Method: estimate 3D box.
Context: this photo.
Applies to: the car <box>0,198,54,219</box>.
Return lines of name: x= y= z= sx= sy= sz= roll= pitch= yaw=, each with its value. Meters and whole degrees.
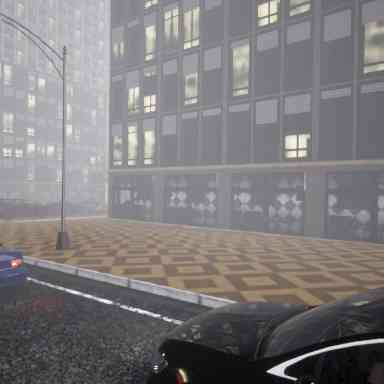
car: x=-16.049 y=1.518 z=30.957 sx=2.192 sy=1.841 sz=5.009 roll=1 pitch=0 yaw=37

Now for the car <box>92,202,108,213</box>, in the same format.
car: x=-9.234 y=1.828 z=40.156 sx=1.752 sy=1.417 sz=4.829 roll=1 pitch=0 yaw=37

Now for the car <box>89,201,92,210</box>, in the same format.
car: x=-14.317 y=1.751 z=43.007 sx=2.033 sy=1.411 sz=5.357 roll=1 pitch=0 yaw=37

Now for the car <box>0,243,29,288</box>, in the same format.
car: x=-6.096 y=1.543 z=8.051 sx=5.357 sy=1.411 sz=2.033 roll=0 pitch=0 yaw=36

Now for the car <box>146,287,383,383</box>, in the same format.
car: x=1.825 y=1.505 z=2.381 sx=4.892 sy=1.490 sz=1.837 roll=0 pitch=0 yaw=35

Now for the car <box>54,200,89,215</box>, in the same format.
car: x=-14.421 y=1.741 z=37.492 sx=1.812 sy=1.442 sz=4.674 roll=1 pitch=0 yaw=37

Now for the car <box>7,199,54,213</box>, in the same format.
car: x=-19.529 y=1.641 z=40.339 sx=1.752 sy=1.417 sz=4.829 roll=1 pitch=0 yaw=37
